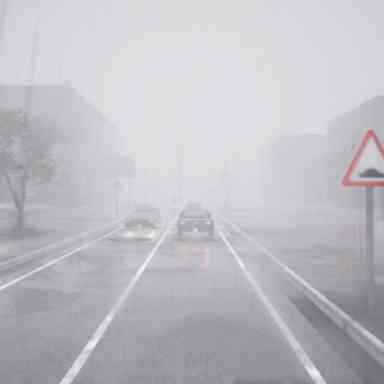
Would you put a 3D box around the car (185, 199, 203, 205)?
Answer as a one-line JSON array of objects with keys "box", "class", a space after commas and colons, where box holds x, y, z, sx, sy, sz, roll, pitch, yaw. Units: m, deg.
[{"box": [0.243, 1.455, 36.724, 1.882, 1.535, 5.008, 0, 0, 0], "class": "car"}]

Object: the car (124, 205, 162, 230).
[{"box": [-3.018, 1.552, 21.625, 2.033, 1.411, 5.357, 0, 0, 0], "class": "car"}]

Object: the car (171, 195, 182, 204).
[{"box": [-2.792, 1.350, 61.368, 1.882, 1.535, 5.008, 0, 0, 1], "class": "car"}]

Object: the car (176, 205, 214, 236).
[{"box": [0.173, 1.584, 18.458, 1.895, 1.301, 4.718, 0, -1, 0], "class": "car"}]
